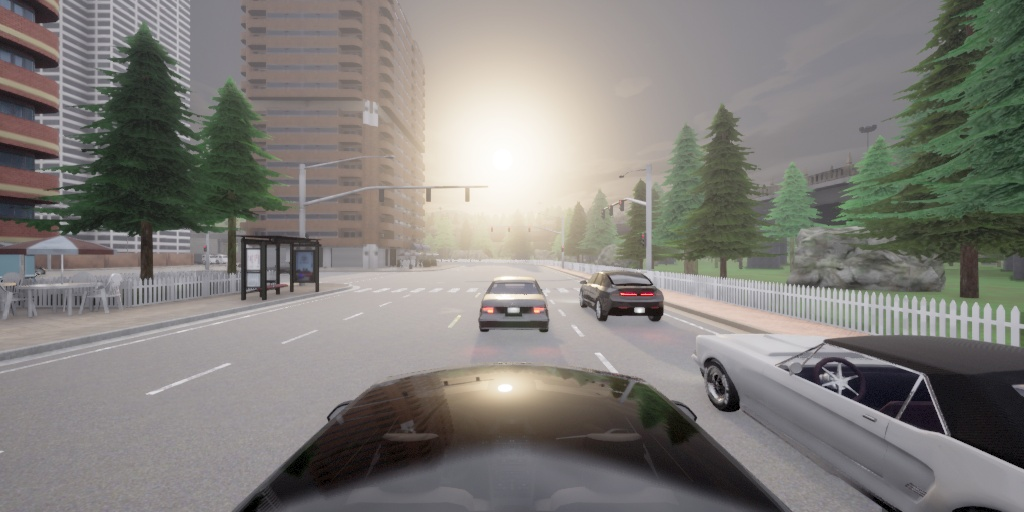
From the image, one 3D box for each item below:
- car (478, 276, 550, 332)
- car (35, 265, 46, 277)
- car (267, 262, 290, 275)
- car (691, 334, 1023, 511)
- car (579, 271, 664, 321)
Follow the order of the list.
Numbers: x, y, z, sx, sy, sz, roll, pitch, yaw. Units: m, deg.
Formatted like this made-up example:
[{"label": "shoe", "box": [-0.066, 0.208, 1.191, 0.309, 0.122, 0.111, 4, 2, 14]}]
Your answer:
[{"label": "car", "box": [0.081, 1.297, 10.787, 2.033, 1.411, 5.357, 0, 0, 1]}, {"label": "car", "box": [-47.140, 1.157, 33.521, 2.097, 1.767, 4.553, 0, 0, 0]}, {"label": "car", "box": [-23.854, 1.331, 37.772, 4.674, 1.442, 1.812, 0, 0, 0]}, {"label": "car", "box": [3.514, 1.351, 3.113, 1.895, 1.301, 4.718, 0, 0, 1]}, {"label": "car", "box": [3.568, 1.255, 12.375, 1.837, 1.490, 4.892, 0, 0, 1]}]
